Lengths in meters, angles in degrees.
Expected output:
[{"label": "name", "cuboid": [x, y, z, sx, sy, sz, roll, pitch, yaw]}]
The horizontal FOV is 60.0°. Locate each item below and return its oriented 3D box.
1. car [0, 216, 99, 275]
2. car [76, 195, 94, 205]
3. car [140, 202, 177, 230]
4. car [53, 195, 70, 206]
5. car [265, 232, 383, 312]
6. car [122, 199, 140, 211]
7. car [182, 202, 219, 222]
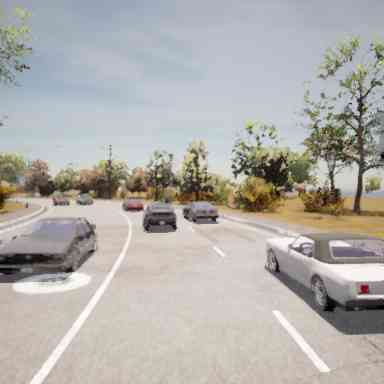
[{"label": "car", "cuboid": [-4.286, 1.520, 10.761, 2.033, 1.411, 5.357, 0, 0, -6]}, {"label": "car", "cuboid": [-17.157, 1.222, 53.152, 2.097, 1.767, 4.553, 0, 0, -28]}, {"label": "car", "cuboid": [-2.065, 1.438, 20.700, 1.837, 1.490, 4.892, 0, 0, -10]}, {"label": "car", "cuboid": [-20.240, 1.203, 51.497, 2.097, 1.767, 4.553, 0, 0, -28]}, {"label": "car", "cuboid": [3.181, 1.566, 7.617, 1.895, 1.301, 4.718, 0, 0, -4]}, {"label": "car", "cuboid": [-6.883, 1.445, 38.450, 1.994, 1.385, 4.181, 0, 0, -19]}, {"label": "car", "cuboid": [0.547, 1.460, 25.586, 2.033, 1.411, 5.357, 0, 0, -13]}]
